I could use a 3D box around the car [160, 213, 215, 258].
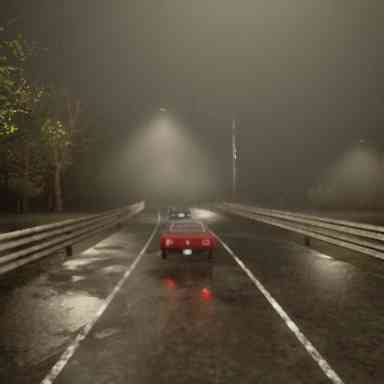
[{"bbox_3d":[-0.216,1.739,13.356,1.895,1.301,4.718,0,-1,-2],"label":"car"}]

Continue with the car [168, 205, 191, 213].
[{"bbox_3d":[-1.017,1.826,27.699,2.033,1.411,5.357,0,-1,-5],"label":"car"}]
